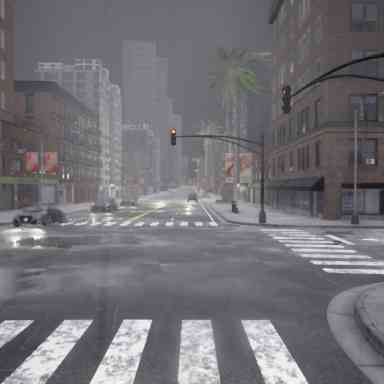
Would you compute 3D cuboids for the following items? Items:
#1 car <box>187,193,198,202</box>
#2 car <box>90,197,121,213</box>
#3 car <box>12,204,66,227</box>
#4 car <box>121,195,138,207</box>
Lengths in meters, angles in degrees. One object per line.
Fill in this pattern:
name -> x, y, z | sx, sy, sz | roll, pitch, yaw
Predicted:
car -> 0.123, 1.163, 71.965 | 2.150, 2.045, 5.566 | 0, 0, 0
car -> -9.815, 1.342, 37.387 | 2.097, 1.767, 4.553 | 0, 0, 0
car -> -9.838, 1.507, 21.686 | 1.994, 1.385, 4.181 | 0, -2, 0
car -> -9.790, 1.330, 51.999 | 2.097, 1.767, 4.553 | 0, 0, 0
